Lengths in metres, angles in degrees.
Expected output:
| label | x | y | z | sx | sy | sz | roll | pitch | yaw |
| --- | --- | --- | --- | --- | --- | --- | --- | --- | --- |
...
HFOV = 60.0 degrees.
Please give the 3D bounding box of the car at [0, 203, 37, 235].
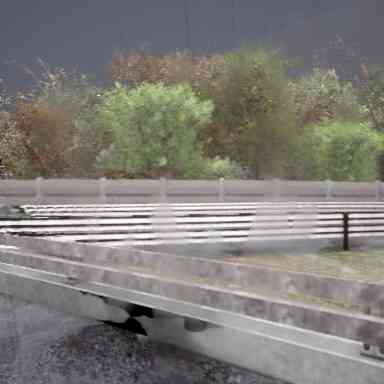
| label | x | y | z | sx | sy | sz | roll | pitch | yaw |
| --- | --- | --- | --- | --- | --- | --- | --- | --- | --- |
| car | -9.296 | 1.271 | 14.325 | 4.553 | 1.767 | 2.097 | 0 | 0 | -2 |
